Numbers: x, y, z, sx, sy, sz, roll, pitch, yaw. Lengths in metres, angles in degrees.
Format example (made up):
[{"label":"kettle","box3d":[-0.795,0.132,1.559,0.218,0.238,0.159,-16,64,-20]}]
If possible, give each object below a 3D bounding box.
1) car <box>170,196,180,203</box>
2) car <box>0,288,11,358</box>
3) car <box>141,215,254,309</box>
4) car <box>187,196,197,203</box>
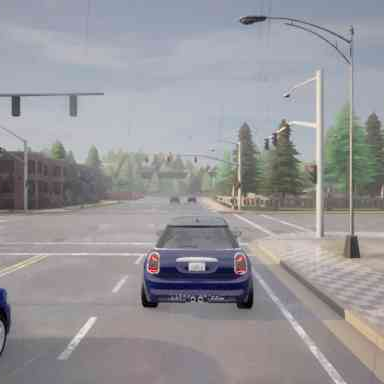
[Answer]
[{"label":"car","box3d":[-3.503,1.505,68.348,1.837,1.490,4.892,0,0,0]},{"label":"car","box3d":[-3.442,1.478,2.604,1.882,1.535,5.008,0,0,0]},{"label":"car","box3d":[0.154,1.352,8.060,2.097,1.767,4.553,0,0,2]},{"label":"car","box3d":[-0.003,1.505,68.348,1.837,1.490,4.892,0,0,0]}]
